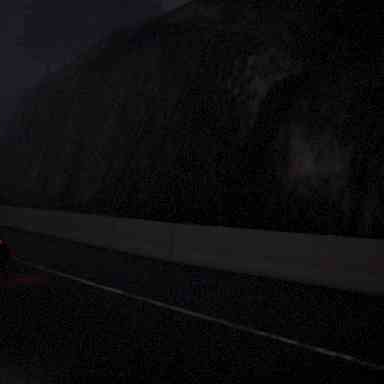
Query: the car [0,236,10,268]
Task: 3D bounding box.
[{"bbox_3d":[-7.135,1.487,9.857,4.181,1.385,1.994,1,0,41],"label":"car"}]
